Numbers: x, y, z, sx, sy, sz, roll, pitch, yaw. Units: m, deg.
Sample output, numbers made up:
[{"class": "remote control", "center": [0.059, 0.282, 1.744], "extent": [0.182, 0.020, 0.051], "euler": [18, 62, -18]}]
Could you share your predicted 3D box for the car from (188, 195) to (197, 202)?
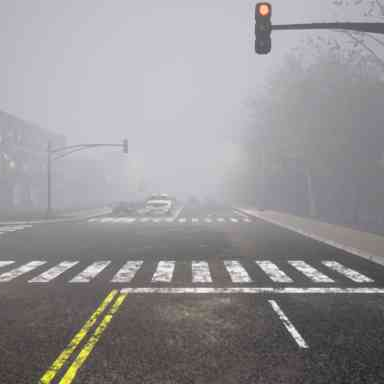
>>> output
[{"class": "car", "center": [0.082, 1.447, 75.030], "extent": [1.882, 1.535, 5.008], "euler": [0, 0, 0]}]

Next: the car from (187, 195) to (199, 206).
[{"class": "car", "center": [0.157, 1.472, 54.536], "extent": [2.128, 1.511, 4.902], "euler": [0, 0, 0]}]

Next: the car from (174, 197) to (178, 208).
[{"class": "car", "center": [-3.294, 1.586, 43.804], "extent": [1.895, 1.301, 4.718], "euler": [0, 0, 1]}]

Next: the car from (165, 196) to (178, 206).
[{"class": "car", "center": [-3.280, 1.485, 53.952], "extent": [1.837, 1.490, 4.892], "euler": [0, 0, 0]}]

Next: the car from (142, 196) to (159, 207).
[{"class": "car", "center": [-6.528, 1.473, 52.621], "extent": [2.128, 1.511, 4.902], "euler": [0, 0, 0]}]

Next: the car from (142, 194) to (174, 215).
[{"class": "car", "center": [-3.306, 1.211, 33.747], "extent": [2.150, 2.045, 5.566], "euler": [0, 0, 0]}]

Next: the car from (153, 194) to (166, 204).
[{"class": "car", "center": [-6.453, 1.326, 66.174], "extent": [2.097, 1.767, 4.553], "euler": [0, 0, 1]}]

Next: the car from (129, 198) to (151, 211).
[{"class": "car", "center": [-6.541, 1.550, 42.261], "extent": [1.994, 1.385, 4.181], "euler": [0, 0, 1]}]

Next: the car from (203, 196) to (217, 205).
[{"class": "car", "center": [3.414, 1.579, 59.561], "extent": [1.895, 1.301, 4.718], "euler": [0, 0, 0]}]

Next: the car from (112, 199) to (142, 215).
[{"class": "car", "center": [-6.560, 1.591, 33.155], "extent": [1.895, 1.301, 4.718], "euler": [0, 0, 0]}]
